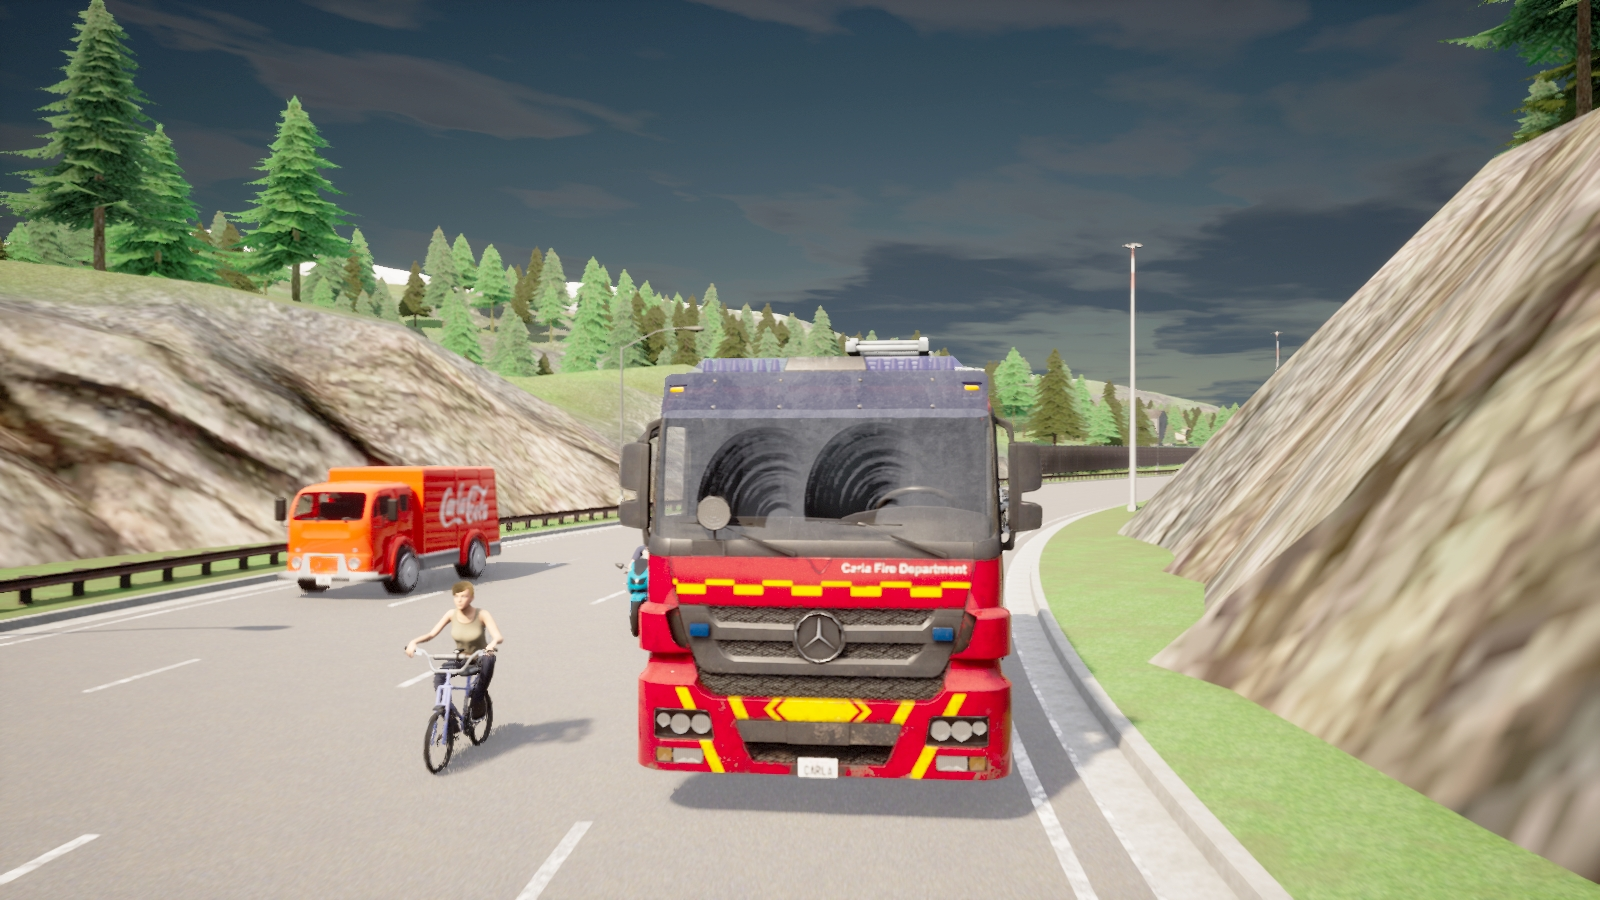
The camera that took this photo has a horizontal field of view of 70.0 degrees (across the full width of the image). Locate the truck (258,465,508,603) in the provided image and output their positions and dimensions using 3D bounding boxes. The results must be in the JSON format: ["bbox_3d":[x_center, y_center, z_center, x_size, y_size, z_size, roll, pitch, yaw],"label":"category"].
[{"bbox_3d":[-8.358,1.571,23.614,2.627,2.467,5.204,0,0,9],"label":"truck"}]

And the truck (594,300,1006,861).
[{"bbox_3d":[0.448,0.891,12.167,2.891,3.827,8.468,0,0,6],"label":"truck"}]

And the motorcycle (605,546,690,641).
[{"bbox_3d":[-2.332,2.186,17.768,0.803,1.199,2.033,0,0,8],"label":"motorcycle"}]

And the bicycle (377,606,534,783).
[{"bbox_3d":[-3.084,2.158,10.380,0.859,1.277,1.487,0,0,6],"label":"bicycle"}]
